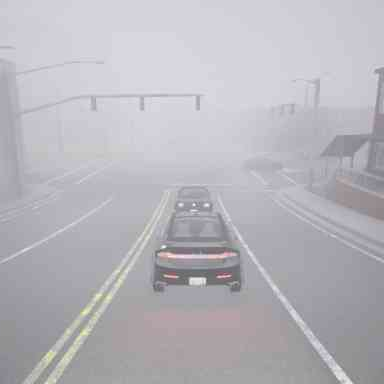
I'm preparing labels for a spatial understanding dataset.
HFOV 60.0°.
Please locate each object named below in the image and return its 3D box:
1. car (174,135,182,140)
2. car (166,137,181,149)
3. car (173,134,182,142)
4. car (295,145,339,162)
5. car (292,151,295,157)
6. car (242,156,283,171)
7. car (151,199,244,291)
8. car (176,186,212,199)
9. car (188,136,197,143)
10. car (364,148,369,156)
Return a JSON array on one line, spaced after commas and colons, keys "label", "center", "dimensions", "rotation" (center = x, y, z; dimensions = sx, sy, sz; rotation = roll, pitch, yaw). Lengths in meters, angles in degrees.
[{"label": "car", "center": [-3.461, -10.615, 69.173], "dimensions": [1.994, 1.385, 4.181], "rotation": [0, 12, 0]}, {"label": "car", "center": [-3.536, -8.503, 59.350], "dimensions": [1.837, 1.490, 4.892], "rotation": [0, 12, 0]}, {"label": "car", "center": [-3.455, -12.831, 79.004], "dimensions": [1.837, 1.490, 4.892], "rotation": [0, 12, 0]}, {"label": "car", "center": [15.826, -4.735, 41.497], "dimensions": [4.553, 1.767, 2.097], "rotation": [0, 12, 0]}, {"label": "car", "center": [15.994, -5.487, 44.915], "dimensions": [4.553, 1.767, 2.097], "rotation": [0, 12, 0]}, {"label": "car", "center": [7.341, -2.988, 34.544], "dimensions": [4.181, 1.385, 1.994], "rotation": [0, 12, 0]}, {"label": "car", "center": [0.104, 1.221, 8.332], "dimensions": [2.128, 1.511, 4.902], "rotation": [0, 4, 0]}, {"label": "car", "center": [0.095, 0.329, 18.036], "dimensions": [1.895, 1.301, 4.718], "rotation": [0, 8, 0]}, {"label": "car", "center": [0.047, -11.778, 74.462], "dimensions": [1.994, 1.385, 4.181], "rotation": [0, 12, 0]}, {"label": "car", "center": [26.320, -5.607, 44.848], "dimensions": [5.566, 2.045, 2.150], "rotation": [0, 12, 0]}]
